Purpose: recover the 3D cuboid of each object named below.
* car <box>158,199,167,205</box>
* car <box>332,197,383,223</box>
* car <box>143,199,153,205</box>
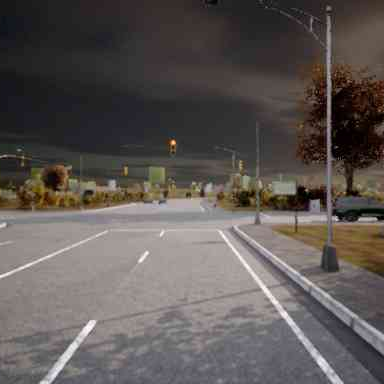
[{"bbox_3d":[-7.074,2.314,80.542,2.033,1.411,5.357,0,-1,0],"label":"car"},{"bbox_3d":[14.629,1.443,28.026,5.566,2.045,2.150,0,-1,3],"label":"car"},{"bbox_3d":[-10.574,2.314,80.549,2.033,1.411,5.357,0,-1,0],"label":"car"}]
